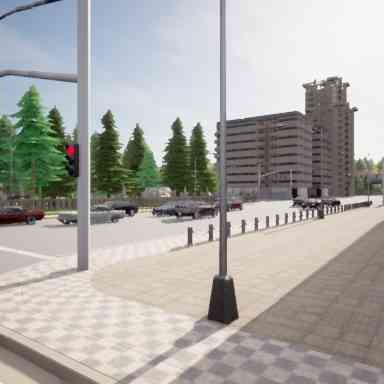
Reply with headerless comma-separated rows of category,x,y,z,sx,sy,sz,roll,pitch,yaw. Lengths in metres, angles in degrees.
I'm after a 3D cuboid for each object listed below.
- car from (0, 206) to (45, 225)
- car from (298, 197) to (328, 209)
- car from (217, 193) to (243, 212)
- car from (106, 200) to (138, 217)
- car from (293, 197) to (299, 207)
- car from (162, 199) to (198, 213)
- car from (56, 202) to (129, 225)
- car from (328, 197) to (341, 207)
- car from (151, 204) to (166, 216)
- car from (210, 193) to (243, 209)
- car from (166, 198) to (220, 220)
car,-12.527,1.601,22.200,1.895,1.301,4.718,0,0,37
car,15.977,1.600,43.711,1.895,1.301,4.718,0,0,35
car,4.304,1.352,39.699,2.097,1.767,4.553,0,0,36
car,-7.044,1.478,29.821,1.882,1.535,5.008,0,0,36
car,16.982,1.506,51.157,1.837,1.490,4.892,0,0,35
car,-1.298,1.564,37.891,1.994,1.385,4.181,0,0,35
car,-7.103,1.601,23.703,1.895,1.301,4.718,0,0,35
car,21.529,1.547,51.572,2.033,1.411,5.357,0,0,38
car,-1.502,1.547,31.563,2.033,1.411,5.357,0,0,36
car,4.951,1.221,46.594,2.150,2.045,5.566,0,0,36
car,0.447,1.491,27.930,2.128,1.511,4.902,0,0,35
